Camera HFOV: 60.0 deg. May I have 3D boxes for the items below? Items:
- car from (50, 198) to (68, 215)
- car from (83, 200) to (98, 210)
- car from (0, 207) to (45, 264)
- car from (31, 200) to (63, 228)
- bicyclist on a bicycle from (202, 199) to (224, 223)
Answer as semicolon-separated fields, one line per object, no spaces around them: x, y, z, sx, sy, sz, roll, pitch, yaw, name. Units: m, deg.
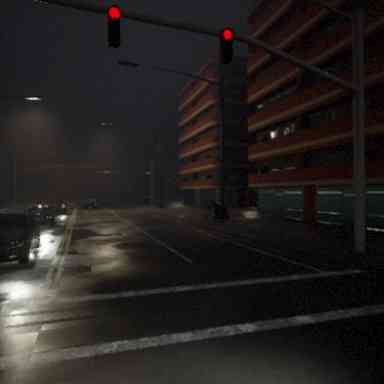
-14.435;1.478;35.395;2.097;1.767;4.553;-1;0;-18;car
-13.887;1.708;45.330;1.895;1.301;4.718;-1;0;-18;car
-6.655;1.539;11.914;1.882;1.535;5.008;-1;0;-18;car
-10.203;1.580;22.605;2.128;1.511;4.902;-1;0;-18;car
1.410;1.265;22.476;1.656;1.620;0.582;-1;0;-18;bicyclist on a bicycle
